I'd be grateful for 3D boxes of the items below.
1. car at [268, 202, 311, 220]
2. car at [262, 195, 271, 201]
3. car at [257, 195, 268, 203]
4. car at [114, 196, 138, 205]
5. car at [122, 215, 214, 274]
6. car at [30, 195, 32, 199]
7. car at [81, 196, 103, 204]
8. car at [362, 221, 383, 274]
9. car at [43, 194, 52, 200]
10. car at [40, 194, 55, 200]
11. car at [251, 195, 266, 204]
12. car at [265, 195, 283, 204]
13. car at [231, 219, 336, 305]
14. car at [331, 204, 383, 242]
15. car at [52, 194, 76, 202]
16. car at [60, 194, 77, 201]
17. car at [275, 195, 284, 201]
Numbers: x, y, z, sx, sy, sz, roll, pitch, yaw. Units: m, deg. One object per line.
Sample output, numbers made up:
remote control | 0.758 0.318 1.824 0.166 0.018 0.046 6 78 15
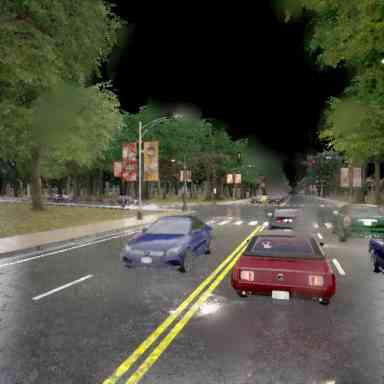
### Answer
car | 4.964 1.505 17.073 1.837 1.490 4.892 0 0 17
car | 18.487 1.535 82.863 1.812 1.442 4.674 0 0 17
car | 15.442 1.486 73.059 1.882 1.535 5.008 0 0 17
car | -10.847 1.361 54.682 4.902 1.511 2.128 0 0 41
car | -0.518 1.526 10.909 1.812 1.442 4.674 0 0 17
car | -39.247 1.253 83.046 4.181 1.385 1.994 0 0 40
car | -18.268 1.423 60.973 4.718 1.301 1.895 0 0 41
car | 5.477 1.601 7.599 1.895 1.301 4.718 0 0 17
car | -31.653 1.259 76.620 4.674 1.442 1.812 0 0 40
car | -37.146 1.253 85.526 4.181 1.385 1.994 0 0 40
car | 12.473 1.554 63.623 2.033 1.411 5.357 0 0 18
car | 15.546 1.554 62.574 2.033 1.411 5.357 0 0 18
car | 2.270 1.601 8.215 1.895 1.301 4.718 0 0 17
car | 8.098 1.352 16.198 2.097 1.767 4.553 0 0 17
car | -26.003 1.300 67.583 4.674 1.442 1.812 0 0 40
car | -29.273 1.260 78.865 4.674 1.442 1.812 0 0 40
car | 21.707 1.489 82.276 1.882 1.535 5.008 0 0 17
